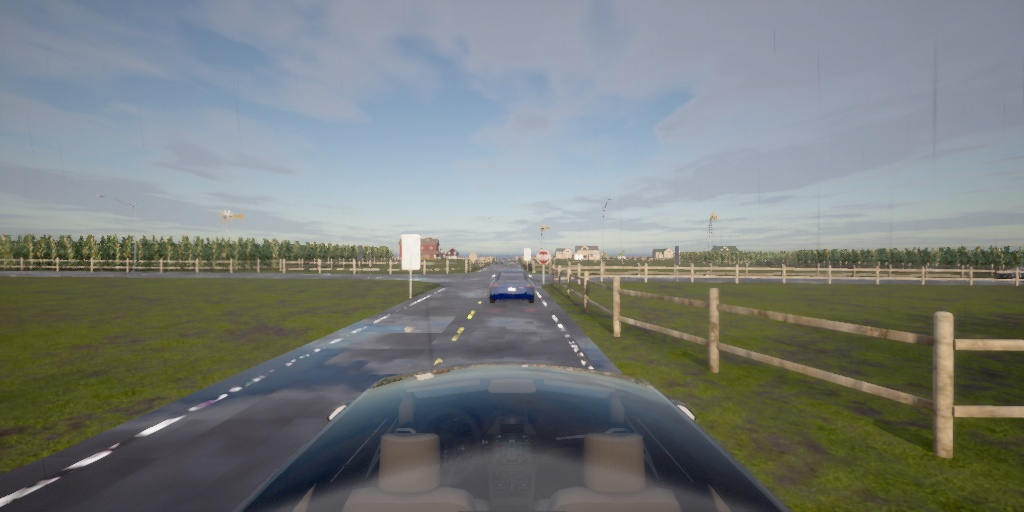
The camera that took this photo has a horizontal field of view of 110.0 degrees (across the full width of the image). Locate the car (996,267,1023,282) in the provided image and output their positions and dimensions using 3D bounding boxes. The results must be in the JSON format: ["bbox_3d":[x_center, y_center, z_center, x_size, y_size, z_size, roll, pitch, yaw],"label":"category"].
[{"bbox_3d":[49.191,1.758,34.016,4.892,1.490,1.837,1,0,1],"label":"car"}]

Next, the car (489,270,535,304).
[{"bbox_3d":[0.000,1.321,16.500,1.994,1.385,4.181,0,0,0],"label":"car"}]
